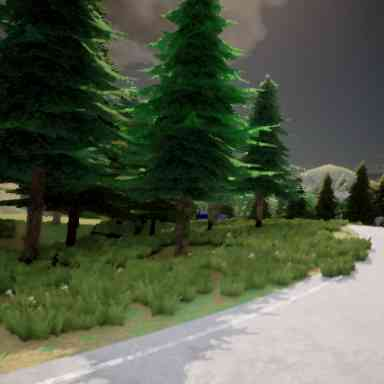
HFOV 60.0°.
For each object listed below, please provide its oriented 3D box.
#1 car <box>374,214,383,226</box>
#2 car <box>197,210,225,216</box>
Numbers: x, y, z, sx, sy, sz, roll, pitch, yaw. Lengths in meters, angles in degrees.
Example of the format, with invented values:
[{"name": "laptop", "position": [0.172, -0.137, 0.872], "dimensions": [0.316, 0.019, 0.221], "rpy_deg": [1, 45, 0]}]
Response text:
[{"name": "car", "position": [15.962, 2.163, 25.711], "dimensions": [1.994, 1.385, 4.181], "rpy_deg": [4, -3, 4]}, {"name": "car", "position": [3.165, 3.709, 50.147], "dimensions": [5.566, 2.045, 2.150], "rpy_deg": [-5, -9, 43]}]
